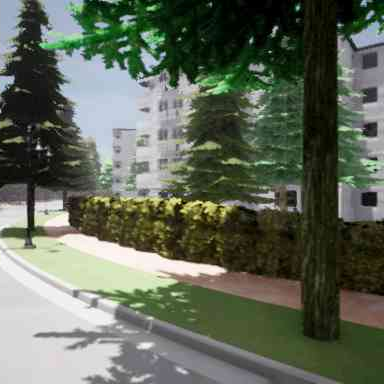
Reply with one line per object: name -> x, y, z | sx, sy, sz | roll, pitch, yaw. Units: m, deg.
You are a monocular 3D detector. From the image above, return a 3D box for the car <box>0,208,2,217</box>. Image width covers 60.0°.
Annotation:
car -> -18.620, 1.626, 29.791 | 1.812, 1.442, 4.674 | 0, 0, -15
